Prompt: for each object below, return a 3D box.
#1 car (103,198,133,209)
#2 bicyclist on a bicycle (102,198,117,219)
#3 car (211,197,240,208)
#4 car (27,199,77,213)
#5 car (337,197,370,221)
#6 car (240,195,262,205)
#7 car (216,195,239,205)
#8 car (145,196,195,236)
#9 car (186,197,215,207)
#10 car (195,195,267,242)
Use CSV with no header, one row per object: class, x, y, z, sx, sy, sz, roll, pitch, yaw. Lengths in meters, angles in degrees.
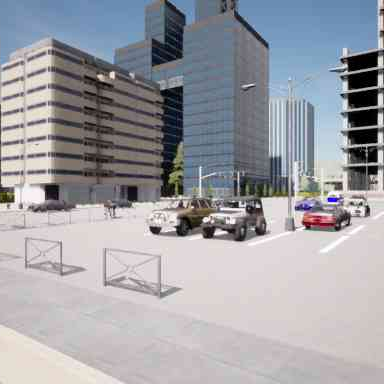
car,-10.329,1.564,46.550,1.994,1.385,4.181,0,0,35
bicyclist on a bicycle,-6.520,1.302,26.229,1.656,1.620,0.582,0,0,34
car,5.135,1.547,50.475,2.033,1.411,5.357,0,0,33
car,-15.954,1.547,38.177,2.033,1.411,5.357,0,0,34
car,14.097,1.395,28.592,1.970,1.475,3.806,0,0,34
car,10.395,1.352,58.354,2.097,1.767,4.553,0,0,34
car,6.360,1.352,58.781,2.097,1.767,4.553,0,0,34
car,-0.276,1.153,17.279,1.932,1.855,4.605,0,0,34
car,1.322,1.492,51.149,2.128,1.511,4.902,0,0,34
car,2.094,1.156,15.617,1.905,1.878,3.866,0,0,34
